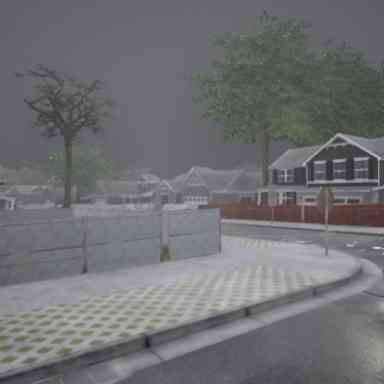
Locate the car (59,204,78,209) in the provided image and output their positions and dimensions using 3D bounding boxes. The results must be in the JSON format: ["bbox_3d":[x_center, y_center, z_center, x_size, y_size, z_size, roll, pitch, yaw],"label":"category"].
[{"bbox_3d":[-17.580,2.544,47.604,2.097,1.767,4.553,1,-2,-38],"label":"car"}]

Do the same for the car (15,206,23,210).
[{"bbox_3d":[-40.167,3.780,75.306,5.008,1.535,1.882,-2,-2,40],"label":"car"}]
